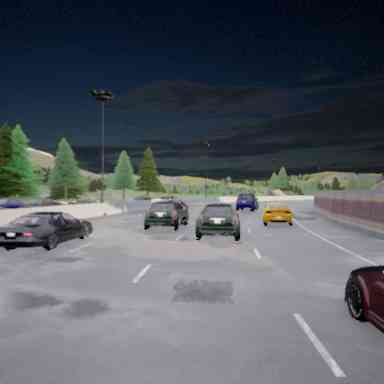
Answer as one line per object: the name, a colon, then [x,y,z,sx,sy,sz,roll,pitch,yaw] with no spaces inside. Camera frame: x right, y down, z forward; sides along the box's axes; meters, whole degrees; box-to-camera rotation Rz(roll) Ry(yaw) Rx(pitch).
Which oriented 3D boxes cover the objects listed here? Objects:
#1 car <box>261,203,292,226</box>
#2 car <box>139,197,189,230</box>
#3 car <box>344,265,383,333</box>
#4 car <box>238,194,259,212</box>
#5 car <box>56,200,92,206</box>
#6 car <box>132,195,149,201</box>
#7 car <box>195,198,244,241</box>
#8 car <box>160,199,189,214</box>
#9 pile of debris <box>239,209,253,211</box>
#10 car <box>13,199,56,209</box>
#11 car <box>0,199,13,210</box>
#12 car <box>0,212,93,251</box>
car: [6.123,1.516,24.178,1.882,1.535,5.008,0,0,11]
car: [-1.505,1.366,21.206,2.097,1.767,4.553,0,0,9]
car: [3.798,1.579,4.574,1.994,1.385,4.181,0,0,2]
car: [6.805,1.277,40.726,2.150,2.045,5.566,0,0,18]
car: [-12.667,1.560,36.954,1.994,1.385,4.181,0,0,15]
car: [-10.863,1.369,71.674,2.097,1.767,4.553,0,0,25]
car: [1.423,1.371,17.162,2.097,1.767,4.553,0,0,7]
car: [-1.783,1.552,36.362,1.812,1.442,4.674,0,0,15]
pile of debris: [6.655,2.230,40.832,1.500,0.140,1.860,0,0,18]
car: [-16.462,1.532,36.408,2.033,1.411,5.357,0,0,14]
car: [-20.123,1.499,35.971,1.812,1.442,4.674,0,0,14]
car: [-6.049,1.542,14.109,2.033,1.411,5.357,0,0,6]
